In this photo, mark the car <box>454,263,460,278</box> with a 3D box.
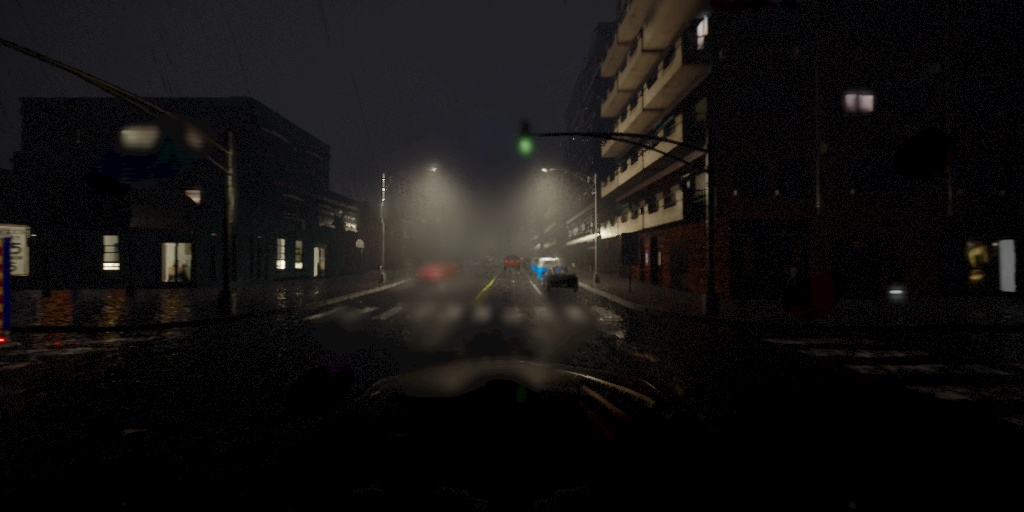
[{"bbox_3d":[-5.696,1.227,31.683,1.888,1.381,4.507,0,0,0],"label":"car"}]

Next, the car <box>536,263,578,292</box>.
[{"bbox_3d":[2.688,1.260,20.560,2.007,1.370,4.403,0,0,0],"label":"car"}]

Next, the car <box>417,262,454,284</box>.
[{"bbox_3d":[-5.694,1.277,26.102,1.802,1.307,4.207,0,0,0],"label":"car"}]

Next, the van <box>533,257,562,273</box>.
[{"bbox_3d":[2.686,1.036,26.139,1.690,1.789,3.998,0,0,0],"label":"van"}]

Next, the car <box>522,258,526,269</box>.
[{"bbox_3d":[2.681,1.164,48.633,1.751,1.417,4.829,0,0,0],"label":"car"}]

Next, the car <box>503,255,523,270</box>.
[{"bbox_3d":[-0.010,0.856,49.655,2.150,2.045,5.566,0,0,0],"label":"car"}]

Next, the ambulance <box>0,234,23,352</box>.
[{"bbox_3d":[-11.991,0.844,5.425,6.366,2.431,2.351,-1,0,1],"label":"ambulance"}]

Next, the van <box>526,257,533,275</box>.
[{"bbox_3d":[2.684,1.009,37.302,1.690,1.789,3.998,0,0,0],"label":"van"}]
